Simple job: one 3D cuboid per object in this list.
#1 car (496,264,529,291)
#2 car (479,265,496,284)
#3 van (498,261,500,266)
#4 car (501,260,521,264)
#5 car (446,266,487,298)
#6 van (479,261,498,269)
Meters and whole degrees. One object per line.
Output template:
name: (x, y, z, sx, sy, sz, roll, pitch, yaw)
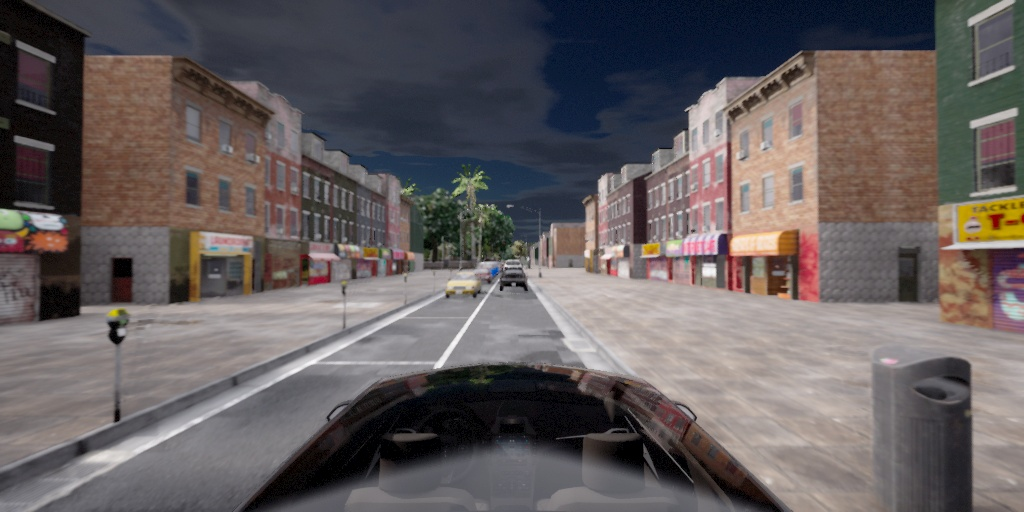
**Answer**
car: (0.103, 1.541, 24.825, 1.837, 1.490, 4.892, 0, 0, 0)
car: (-2.635, 1.704, 31.347, 1.802, 1.307, 4.207, 0, 0, 0)
van: (-2.634, 1.613, 42.274, 1.690, 1.789, 3.998, 0, 0, 0)
car: (0.104, 1.504, 42.776, 2.150, 2.045, 5.566, 0, 0, 0)
car: (-2.636, 1.502, 20.252, 1.751, 1.417, 4.829, 0, 0, 0)
van: (-2.635, 1.538, 36.811, 1.690, 1.789, 3.998, 0, 0, 0)
